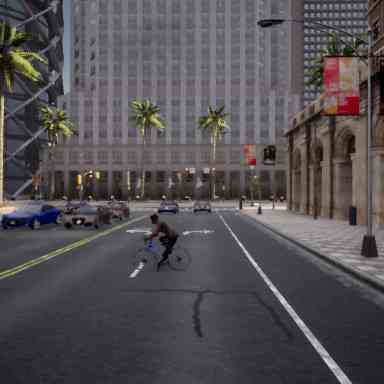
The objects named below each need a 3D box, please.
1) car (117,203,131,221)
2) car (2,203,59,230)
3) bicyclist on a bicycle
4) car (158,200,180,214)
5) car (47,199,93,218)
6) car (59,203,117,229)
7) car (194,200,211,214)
[{"bbox_3d":[-6.255,1.565,27.018,1.994,1.385,4.181,0,0,2],"label":"car"},{"bbox_3d":[-10.040,1.477,21.271,1.882,1.535,5.008,0,0,2],"label":"car"},{"bbox_3d":[-0.872,1.454,9.359,1.656,1.620,0.582,-2,0,1],"label":"bicyclist on a bicycle"},{"bbox_3d":[-2.425,1.564,34.956,1.994,1.385,4.181,0,0,2],"label":"car"},{"bbox_3d":[-9.754,1.313,27.105,1.895,1.301,4.718,0,0,2],"label":"car"},{"bbox_3d":[-6.533,1.564,21.391,1.994,1.385,4.181,0,0,2],"label":"car"},{"bbox_3d":[1.147,1.547,35.989,2.033,1.411,5.357,0,0,2],"label":"car"}]
